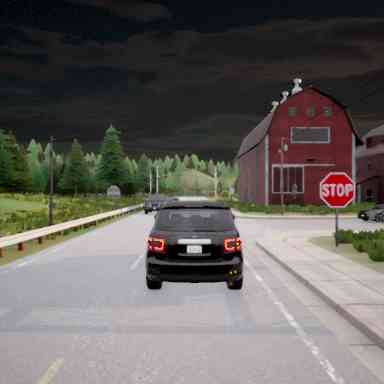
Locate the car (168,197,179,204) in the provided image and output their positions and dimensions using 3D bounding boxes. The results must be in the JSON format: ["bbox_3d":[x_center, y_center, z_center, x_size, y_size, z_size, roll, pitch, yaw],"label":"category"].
[{"bbox_3d":[-3.602,1.596,64.765,1.895,1.301,4.718,0,0,1],"label":"car"}]

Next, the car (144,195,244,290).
[{"bbox_3d":[0.074,1.221,9.231,2.150,2.045,5.566,0,0,1],"label":"car"}]

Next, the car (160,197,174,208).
[{"bbox_3d":[-3.640,1.498,49.110,1.837,1.490,4.892,0,1,0],"label":"car"}]

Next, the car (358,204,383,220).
[{"bbox_3d":[14.637,1.562,24.666,4.181,1.385,1.994,0,0,-1],"label":"car"}]

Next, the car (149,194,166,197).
[{"bbox_3d":[-3.617,1.218,34.842,2.150,2.045,5.566,0,0,0],"label":"car"}]
